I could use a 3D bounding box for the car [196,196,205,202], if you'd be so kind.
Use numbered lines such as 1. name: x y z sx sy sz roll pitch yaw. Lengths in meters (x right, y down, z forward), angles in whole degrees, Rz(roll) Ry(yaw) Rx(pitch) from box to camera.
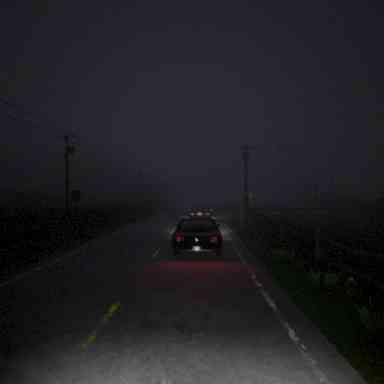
1. car: 2.158 2.008 83.807 2.150 2.045 5.566 0 -1 1

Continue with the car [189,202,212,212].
1. car: 0.723 1.823 28.908 2.033 1.411 5.357 0 -1 2

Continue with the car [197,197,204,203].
1. car: 2.378 2.232 94.331 1.837 1.490 4.892 0 -1 1

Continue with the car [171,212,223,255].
1. car: 0.245 1.735 14.035 1.895 1.301 4.718 0 -1 2
